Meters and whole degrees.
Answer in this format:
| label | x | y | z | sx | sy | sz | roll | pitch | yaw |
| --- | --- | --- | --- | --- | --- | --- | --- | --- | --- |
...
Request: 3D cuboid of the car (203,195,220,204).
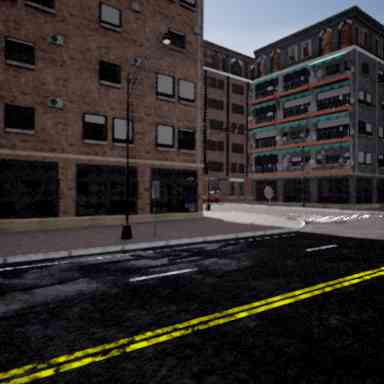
| label | x | y | z | sx | sy | sz | roll | pitch | yaw |
| --- | --- | --- | --- | --- | --- | --- | --- | --- | --- |
| car | 2.270 | 1.075 | 47.495 | 1.802 | 1.307 | 4.206 | 2 | 0 | -37 |
